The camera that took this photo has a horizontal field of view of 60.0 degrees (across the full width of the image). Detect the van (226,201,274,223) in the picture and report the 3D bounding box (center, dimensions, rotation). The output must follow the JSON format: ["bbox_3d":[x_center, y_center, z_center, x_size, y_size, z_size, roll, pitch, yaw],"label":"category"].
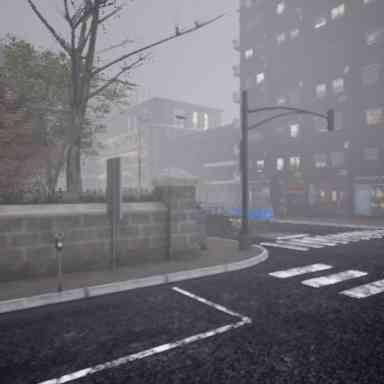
[{"bbox_3d":[5.175,1.691,28.786,1.690,1.788,3.998,-1,0,-36],"label":"van"}]

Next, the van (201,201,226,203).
[{"bbox_3d":[1.918,1.782,33.266,1.690,1.788,3.998,-1,0,-36],"label":"van"}]

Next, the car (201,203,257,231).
[{"bbox_3d":[1.872,1.810,23.508,2.128,1.511,4.902,0,-1,-36],"label":"car"}]
